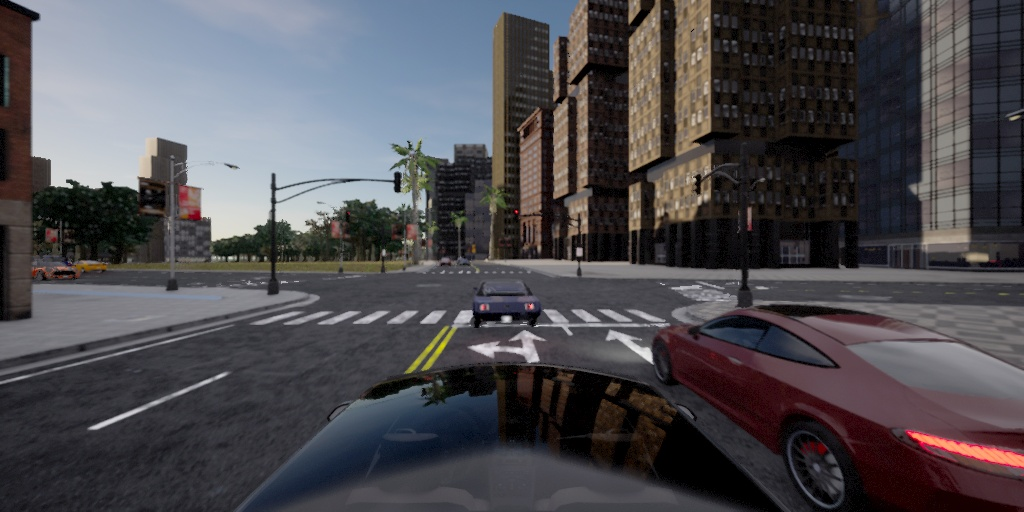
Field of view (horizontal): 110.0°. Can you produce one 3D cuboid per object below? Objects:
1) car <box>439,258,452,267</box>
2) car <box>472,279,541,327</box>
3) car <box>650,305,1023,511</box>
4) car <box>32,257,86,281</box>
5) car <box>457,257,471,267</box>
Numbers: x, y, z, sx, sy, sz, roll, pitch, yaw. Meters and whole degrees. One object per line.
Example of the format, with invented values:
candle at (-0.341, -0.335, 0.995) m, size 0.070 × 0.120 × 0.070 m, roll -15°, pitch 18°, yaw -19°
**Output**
car at (-11.457, 1.073, 62.028) m, size 1.882 × 1.535 × 5.008 m, roll 0°, pitch 1°, yaw -8°
car at (-0.340, 1.405, 11.816) m, size 1.895 × 1.301 × 4.718 m, roll 0°, pitch 0°, yaw -5°
car at (3.241, 1.286, 4.109) m, size 1.812 × 1.442 × 4.674 m, roll 0°, pitch 0°, yaw -1°
car at (-39.469, 1.156, 30.496) m, size 4.553 × 1.767 × 2.097 m, roll 0°, pitch 0°, yaw 14°
car at (-8.266, 1.156, 62.644) m, size 1.994 × 1.385 × 4.181 m, roll 0°, pitch 0°, yaw -8°
